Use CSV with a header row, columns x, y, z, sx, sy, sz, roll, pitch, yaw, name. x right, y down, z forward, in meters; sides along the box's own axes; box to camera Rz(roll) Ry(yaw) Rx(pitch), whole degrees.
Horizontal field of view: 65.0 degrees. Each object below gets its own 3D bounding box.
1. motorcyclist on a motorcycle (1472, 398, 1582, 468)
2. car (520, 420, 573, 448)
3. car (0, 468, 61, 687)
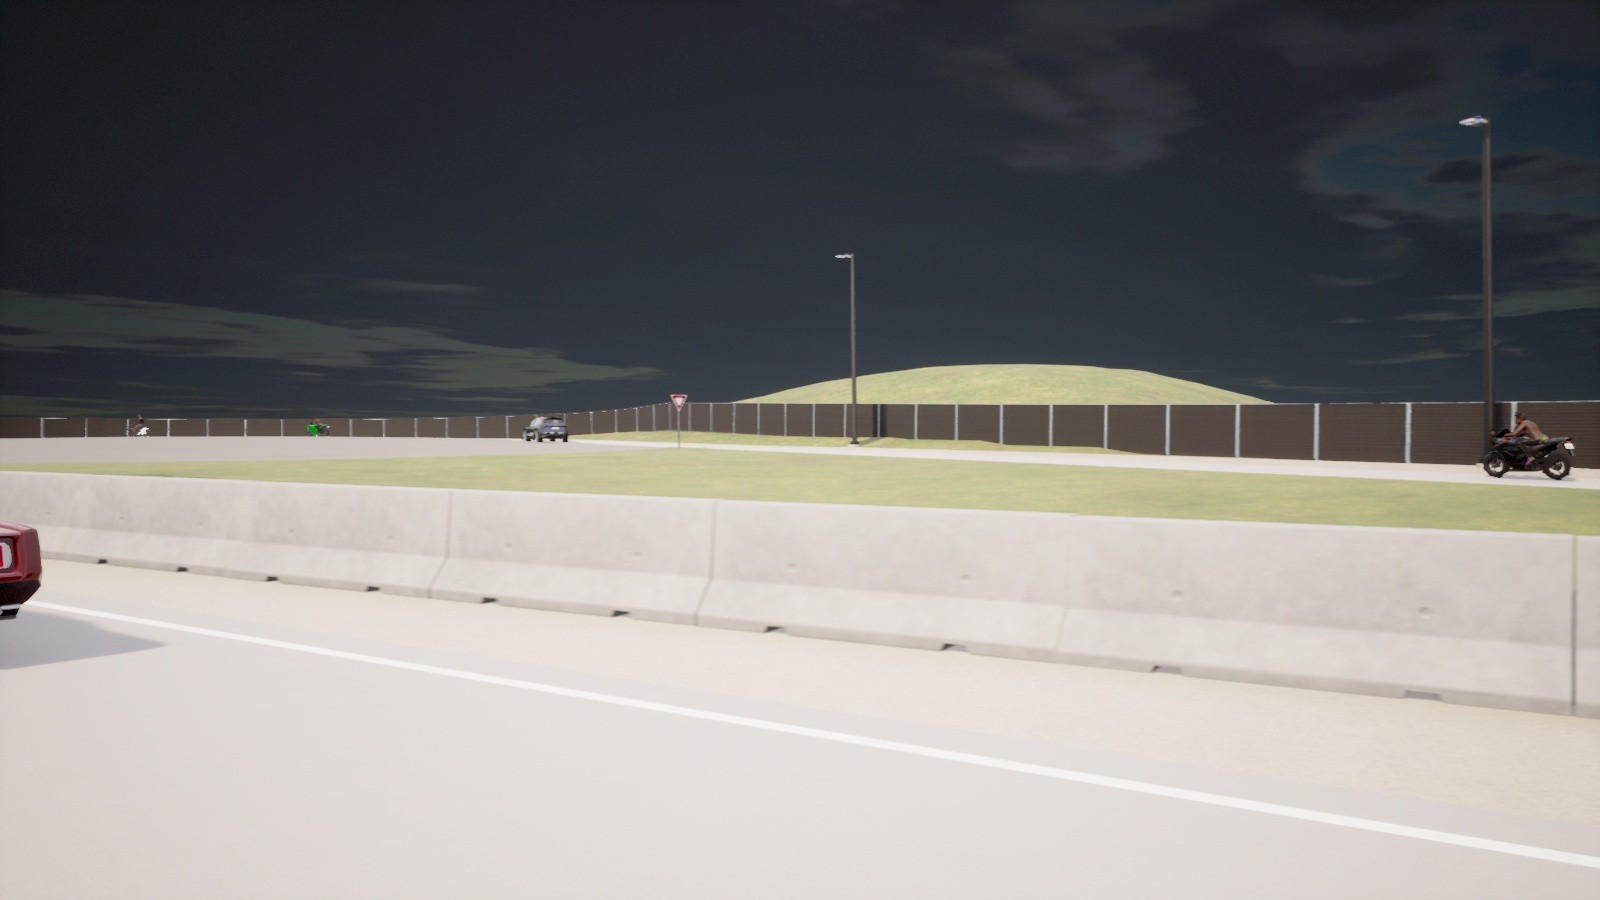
x,y,z,sx,sy,sz,roll,pitch,yaw,name
16.499,-0.386,28.557,0.797,1.523,2.044,-2,2,-29,motorcyclist on a motorcycle
-16.061,-1.028,79.269,2.033,1.649,4.856,-1,1,-27,car
-7.115,0.783,8.353,4.718,1.301,1.895,0,1,34,car
